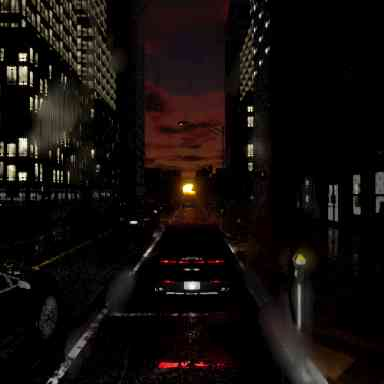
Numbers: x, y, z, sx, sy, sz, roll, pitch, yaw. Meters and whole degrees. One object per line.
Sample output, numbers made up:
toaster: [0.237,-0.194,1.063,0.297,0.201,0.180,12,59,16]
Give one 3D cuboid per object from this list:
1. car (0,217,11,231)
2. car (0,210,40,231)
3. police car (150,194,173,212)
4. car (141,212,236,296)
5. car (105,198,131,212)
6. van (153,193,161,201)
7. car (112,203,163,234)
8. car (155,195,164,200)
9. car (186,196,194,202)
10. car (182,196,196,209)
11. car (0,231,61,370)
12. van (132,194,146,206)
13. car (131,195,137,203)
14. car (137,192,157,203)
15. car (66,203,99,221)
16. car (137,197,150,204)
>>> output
car: [-6.232,1.525,7.313,1.812,1.442,4.674,0,0,0]
car: [-8.833,1.563,15.800,1.947,1.339,4.313,0,0,0]
police car: [-3.146,1.412,36.623,1.930,1.638,5.238,0,0,0]
car: [0.000,1.503,8.649,1.837,1.490,4.892,0,0,0]
car: [-8.833,1.537,38.569,2.008,1.369,4.403,0,0,0]
van: [-8.831,1.285,84.106,1.690,1.788,3.998,0,0,0]
car: [-3.045,1.561,19.356,1.994,1.385,4.181,0,0,0]
car: [-8.832,1.504,89.799,1.947,1.339,4.313,0,0,0]
car: [-0.452,1.533,78.399,1.802,1.307,4.206,0,0,0]
car: [-0.452,1.548,44.248,1.947,1.339,4.313,0,0,0]
car: [-3.046,1.491,3.512,2.128,1.511,4.902,0,0,0]
van: [-8.832,1.315,55.646,1.690,1.788,3.998,0,0,0]
car: [-8.833,1.523,49.953,1.887,1.381,4.507,0,0,0]
car: [-6.146,0.922,48.783,2.150,2.045,5.566,0,0,0]
car: [-8.832,1.575,27.183,1.802,1.307,4.206,0,0,0]
car: [-8.832,1.550,61.338,1.802,1.307,4.206,0,0,0]
